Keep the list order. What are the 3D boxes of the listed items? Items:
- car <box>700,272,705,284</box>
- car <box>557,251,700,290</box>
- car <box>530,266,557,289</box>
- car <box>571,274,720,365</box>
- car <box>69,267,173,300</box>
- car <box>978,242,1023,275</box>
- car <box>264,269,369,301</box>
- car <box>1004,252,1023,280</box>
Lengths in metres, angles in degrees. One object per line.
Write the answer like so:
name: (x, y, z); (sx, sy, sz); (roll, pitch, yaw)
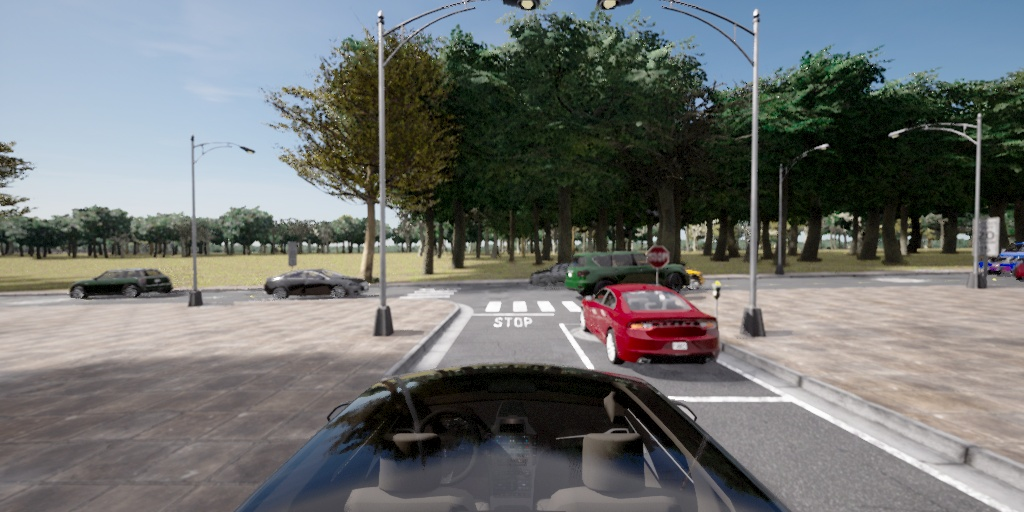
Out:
car: (7.365, 0.989, 18.714); (5.008, 1.535, 1.882); (-2, -1, 1)
car: (5.190, 0.801, 16.282); (5.566, 2.045, 2.150); (-3, 0, -12)
car: (3.142, 1.125, 21.265); (4.181, 1.385, 1.994); (-1, 1, 0)
car: (2.667, 1.276, 7.880); (1.888, 1.381, 4.507); (0, 0, 0)
car: (-23.259, 1.552, 21.397); (4.553, 1.767, 2.097); (-1, 1, 0)
car: (31.271, 0.137, 21.110); (5.566, 2.045, 2.150); (-1, 1, 0)
car: (-9.954, 1.420, 18.382); (4.902, 1.511, 2.128); (-1, 1, 0)
car: (28.525, 0.599, 18.178); (4.181, 1.385, 1.994); (-1, 1, 0)
